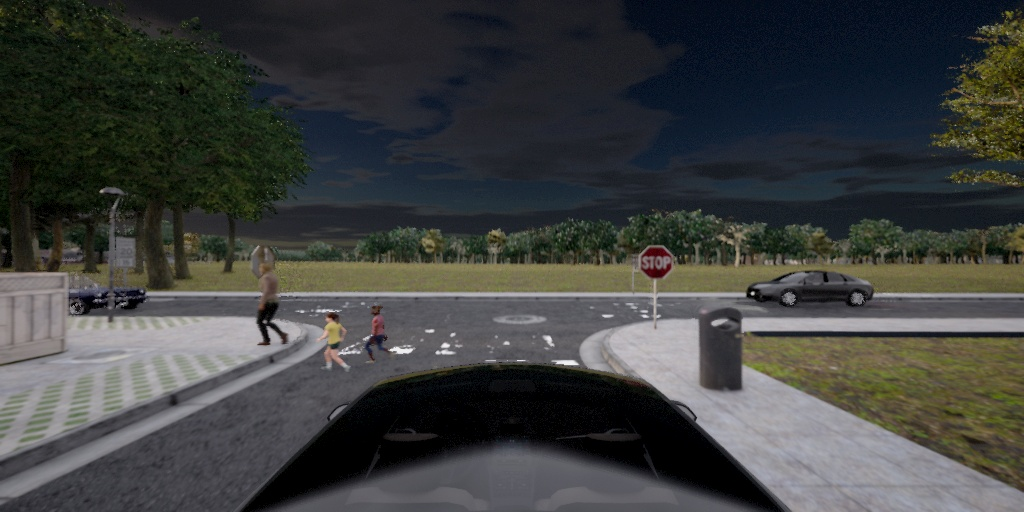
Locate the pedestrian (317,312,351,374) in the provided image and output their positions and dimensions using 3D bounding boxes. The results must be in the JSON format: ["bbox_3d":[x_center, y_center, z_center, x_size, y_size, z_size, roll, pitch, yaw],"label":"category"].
[{"bbox_3d":[-3.128,1.474,6.348,0.500,1.100,0.500,0,-1,0],"label":"pedestrian"}]

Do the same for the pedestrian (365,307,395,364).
[{"bbox_3d":[-2.582,1.100,6.953,0.375,1.860,0.375,0,-1,0],"label":"pedestrian"}]

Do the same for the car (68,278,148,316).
[{"bbox_3d":[-16.523,1.451,13.219,4.718,1.301,1.895,0,-1,0],"label":"car"}]

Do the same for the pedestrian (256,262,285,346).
[{"bbox_3d":[-5.146,0.954,7.558,0.375,1.860,0.375,0,-1,0],"label":"pedestrian"}]

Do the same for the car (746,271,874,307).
[{"bbox_3d":[13.205,1.432,16.061,4.892,1.490,1.837,0,-1,0],"label":"car"}]
